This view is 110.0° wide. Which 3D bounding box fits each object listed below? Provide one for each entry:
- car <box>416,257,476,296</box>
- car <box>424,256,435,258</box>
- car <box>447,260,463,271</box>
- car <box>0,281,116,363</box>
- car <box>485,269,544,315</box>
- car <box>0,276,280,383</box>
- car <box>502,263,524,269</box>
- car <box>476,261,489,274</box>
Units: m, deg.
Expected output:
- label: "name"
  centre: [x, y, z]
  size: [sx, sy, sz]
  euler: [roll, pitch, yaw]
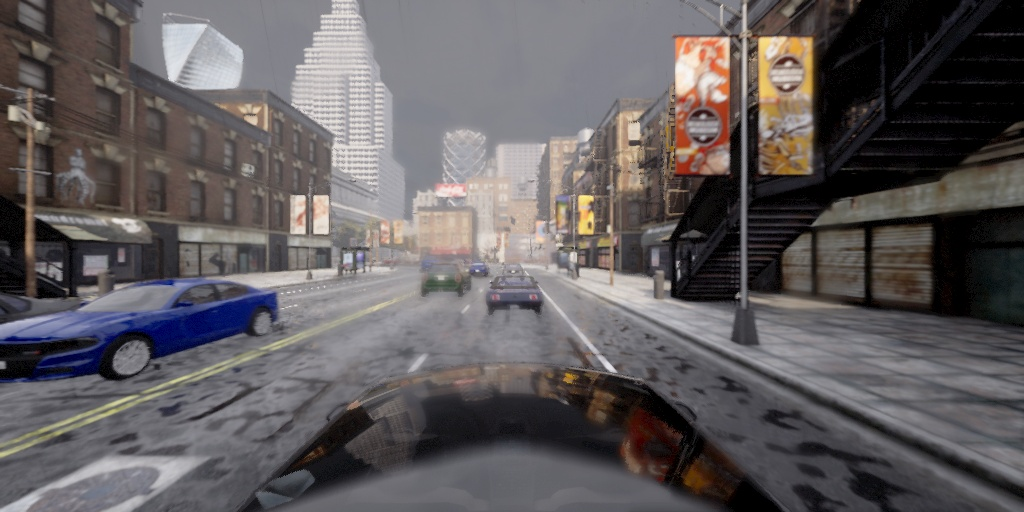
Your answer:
- label: "car"
  centre: [-3.402, 1.110, 19.406]
  size: [2.097, 1.767, 4.553]
  euler: [0, 0, 0]
- label: "car"
  centre: [-11.786, 0.996, 51.437]
  size: [2.150, 2.045, 5.566]
  euler: [0, 0, -15]
- label: "car"
  centre: [-7.966, 1.336, 49.844]
  size: [1.994, 1.385, 4.181]
  euler: [0, 0, -11]
- label: "car"
  centre: [-10.601, 1.301, 5.998]
  size: [2.033, 1.411, 5.357]
  euler: [0, 0, 0]
- label: "car"
  centre: [0.098, 1.356, 13.656]
  size: [1.895, 1.301, 4.718]
  euler: [0, 0, 0]
- label: "car"
  centre: [-7.101, 1.231, 7.440]
  size: [1.882, 1.535, 5.008]
  euler: [0, 0, 0]
- label: "car"
  centre: [0.095, 1.310, 31.156]
  size: [2.033, 1.411, 5.357]
  euler: [0, 0, 0]
- label: "car"
  centre: [-3.419, 1.291, 37.732]
  size: [1.812, 1.442, 4.674]
  euler: [0, 0, 0]
